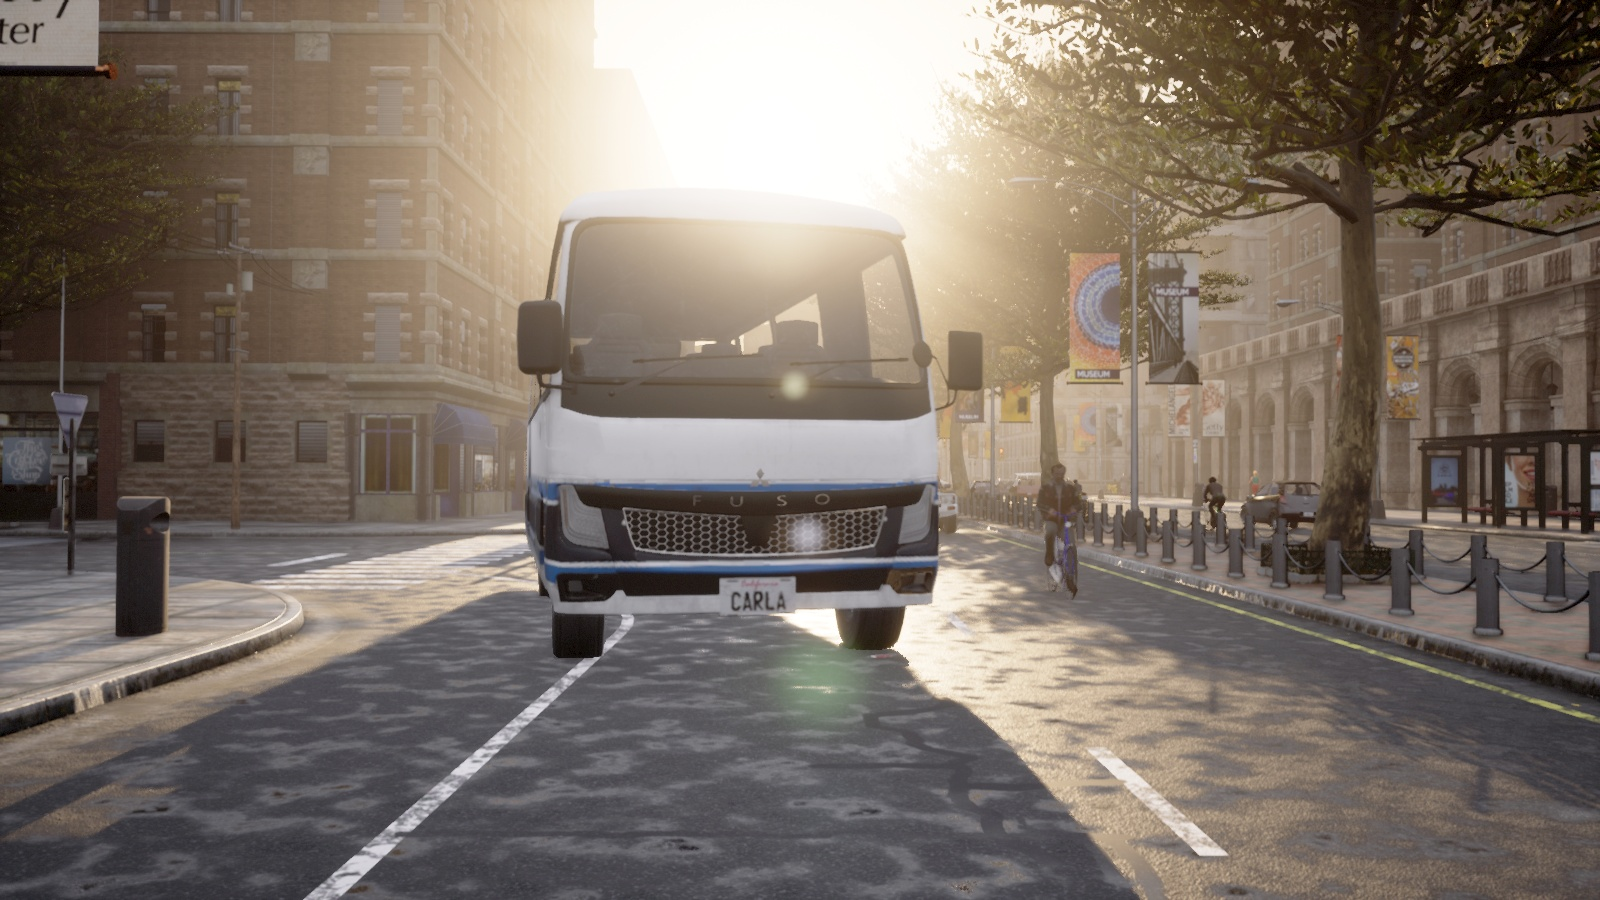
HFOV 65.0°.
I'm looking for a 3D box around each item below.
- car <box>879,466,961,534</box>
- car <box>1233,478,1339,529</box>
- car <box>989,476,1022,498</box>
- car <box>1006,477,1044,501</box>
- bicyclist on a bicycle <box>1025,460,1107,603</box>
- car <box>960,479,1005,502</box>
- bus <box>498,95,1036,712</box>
[{"bbox_3d":[3.405,1.406,36.498,1.932,1.855,4.605,0,-1,0],"label":"car"},{"bbox_3d":[14.900,1.604,38.715,1.845,1.501,3.633,0,-1,0],"label":"car"},{"bbox_3d":[14.751,2.676,90.452,1.789,1.549,3.705,0,-1,0],"label":"car"},{"bbox_3d":[14.787,2.547,82.767,1.845,1.501,3.633,0,-1,0],"label":"car"},{"bbox_3d":[3.457,1.031,16.471,0.659,1.776,1.843,0,-1,0],"label":"bicyclist on a bicycle"},{"bbox_3d":[11.299,2.495,78.123,2.033,1.411,5.357,0,-1,0],"label":"car"},{"bbox_3d":[-1.326,-0.247,14.102,3.944,4.253,10.273,0,-1,-13],"label":"bus"}]
